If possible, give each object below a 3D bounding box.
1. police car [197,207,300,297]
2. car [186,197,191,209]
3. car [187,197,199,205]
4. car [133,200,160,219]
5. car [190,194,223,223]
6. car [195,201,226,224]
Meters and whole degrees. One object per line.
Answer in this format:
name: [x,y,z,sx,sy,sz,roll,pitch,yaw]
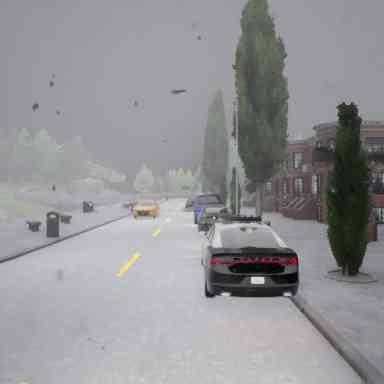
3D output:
police car: [1.219,1.425,8.714,1.930,1.638,5.238,0,0,0]
car: [0.118,1.599,46.176,1.895,1.301,4.718,0,0,1]
car: [0.129,1.562,58.911,1.994,1.385,4.181,0,0,0]
car: [-3.936,1.476,29.343,1.882,1.535,5.008,0,0,0]
car: [1.193,1.173,24.634,2.150,2.045,5.566,-3,0,0]
car: [1.240,1.504,18.604,1.837,1.490,4.892,0,0,0]
